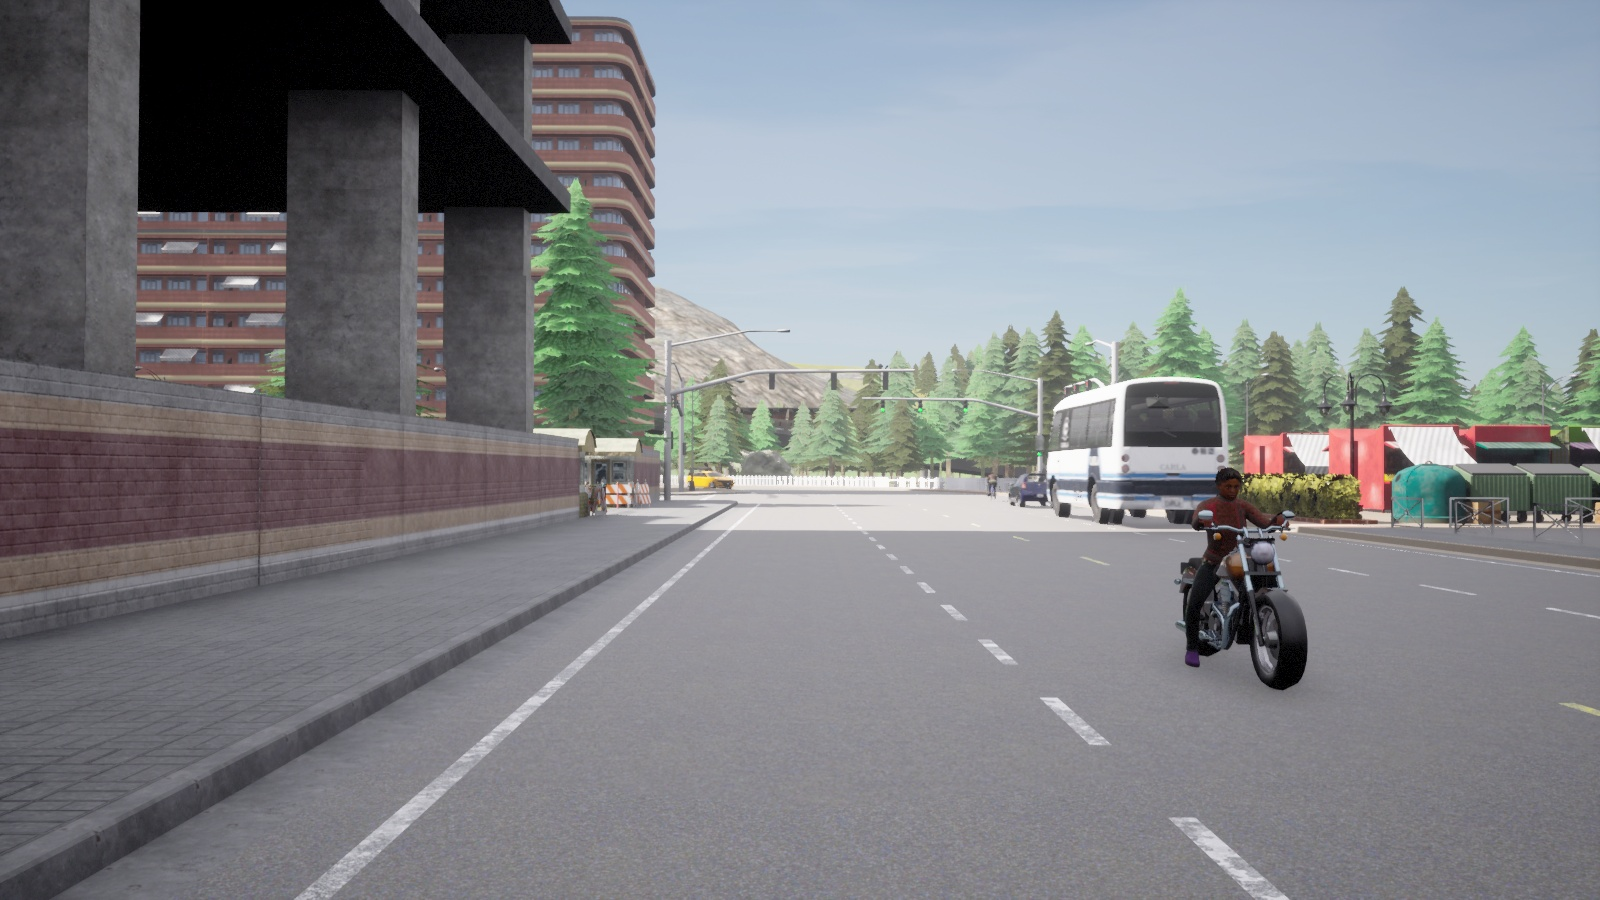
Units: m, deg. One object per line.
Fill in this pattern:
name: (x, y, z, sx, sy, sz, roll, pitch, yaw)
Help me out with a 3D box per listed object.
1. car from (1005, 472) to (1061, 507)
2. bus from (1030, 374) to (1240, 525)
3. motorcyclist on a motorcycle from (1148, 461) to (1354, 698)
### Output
car: (10.361, 1.726, 56.076, 1.845, 1.501, 3.633, 0, -1, 0)
bus: (10.392, 0.076, 40.549, 3.944, 4.253, 10.273, 0, -1, 0)
motorcyclist on a motorcycle: (3.475, 0.918, 9.942, 0.766, 1.649, 2.350, 0, -1, 0)
